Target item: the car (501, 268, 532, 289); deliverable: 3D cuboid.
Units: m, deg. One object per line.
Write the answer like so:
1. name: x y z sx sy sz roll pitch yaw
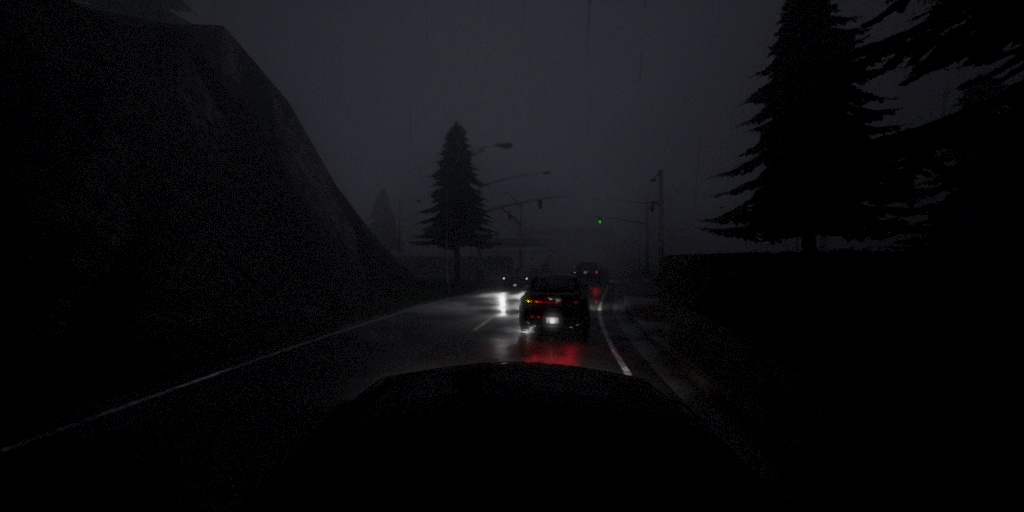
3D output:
1. car: 0.798 1.448 23.649 1.895 1.301 4.718 0 0 17

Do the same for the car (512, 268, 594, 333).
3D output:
1. car: 1.384 1.297 11.056 1.837 1.490 4.892 0 0 10

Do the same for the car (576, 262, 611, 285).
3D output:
1. car: 6.116 1.210 27.356 2.097 1.767 4.553 0 0 25
